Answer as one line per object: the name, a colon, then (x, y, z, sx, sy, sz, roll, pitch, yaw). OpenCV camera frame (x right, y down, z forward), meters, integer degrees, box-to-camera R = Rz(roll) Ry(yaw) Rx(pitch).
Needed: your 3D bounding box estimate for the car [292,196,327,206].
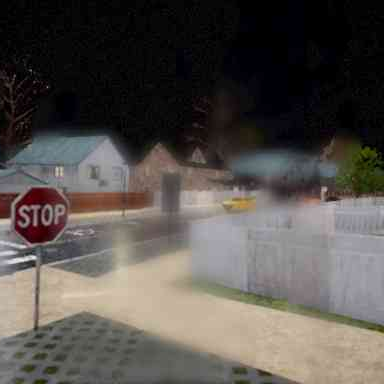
car: (15.126, 1.289, 42.647, 2.097, 1.767, 4.553, 4, 3, 39)

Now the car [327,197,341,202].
car: (21.290, 1.423, 50.342, 1.812, 1.442, 4.674, 4, 3, 41)

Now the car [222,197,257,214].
car: (4.913, 1.272, 33.704, 1.882, 1.535, 5.008, 4, 2, 35)

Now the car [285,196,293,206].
car: (15.017, 1.229, 47.122, 2.033, 1.411, 5.357, 4, 3, 39)
